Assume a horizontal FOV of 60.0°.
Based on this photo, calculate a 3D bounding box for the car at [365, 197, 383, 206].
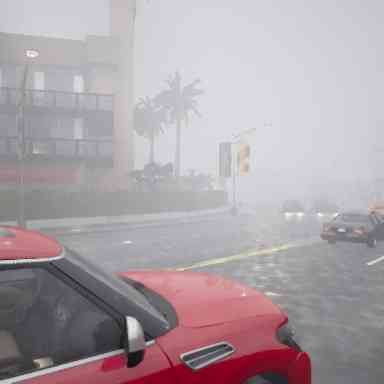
[{"bbox_3d":[15.871,1.474,28.138,1.882,1.535,5.008,0,0,22],"label":"car"}]

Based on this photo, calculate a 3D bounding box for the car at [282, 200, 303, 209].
[{"bbox_3d":[11.530,1.580,38.363,1.994,1.385,4.181,0,0,10],"label":"car"}]

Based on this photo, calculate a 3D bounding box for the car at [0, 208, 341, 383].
[{"bbox_3d":[-1.618,1.215,2.125,5.566,2.045,2.150,0,0,-36],"label":"car"}]

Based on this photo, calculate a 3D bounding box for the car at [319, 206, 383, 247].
[{"bbox_3d":[7.593,1.557,14.984,2.033,1.411,5.357,0,0,42],"label":"car"}]

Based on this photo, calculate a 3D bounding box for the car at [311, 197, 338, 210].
[{"bbox_3d":[14.986,1.386,37.808,2.097,1.767,4.553,0,0,10],"label":"car"}]

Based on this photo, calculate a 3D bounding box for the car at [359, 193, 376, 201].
[{"bbox_3d":[36.605,1.224,70.992,2.185,1.767,4.553,0,0,-14],"label":"car"}]
